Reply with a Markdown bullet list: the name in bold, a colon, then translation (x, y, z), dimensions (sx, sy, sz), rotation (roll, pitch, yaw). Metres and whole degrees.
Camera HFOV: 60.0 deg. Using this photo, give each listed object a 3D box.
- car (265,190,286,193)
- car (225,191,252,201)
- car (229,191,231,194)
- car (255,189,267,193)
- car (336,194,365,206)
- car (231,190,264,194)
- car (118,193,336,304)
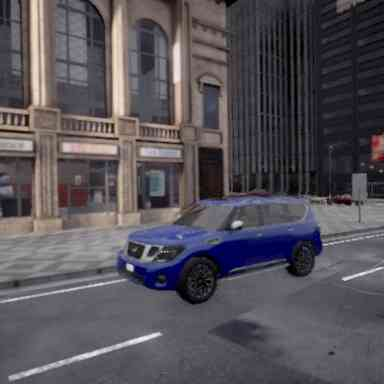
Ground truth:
- **car**: translation (15.969, 0.682, 59.760), dimensions (1.947, 1.339, 4.313), rotation (-1, 1, -36)
- **car**: translation (8.364, 0.689, 60.531), dimensions (2.128, 1.511, 4.902), rotation (-2, 1, -35)
- **car**: translation (5.763, 0.570, 59.323), dimensions (2.192, 1.841, 5.009), rotation (-1, 1, -36)
- **car**: translation (12.672, 0.380, 64.314), dimensions (2.192, 1.841, 5.009), rotation (-1, 1, -36)
- **car**: translation (18.949, 0.993, 41.095), dimensions (1.887, 1.381, 4.507), rotation (-1, 1, -36)
- **car**: translation (9.060, 0.850, 54.768), dimensions (1.887, 1.381, 4.507), rotation (-1, 1, -36)
- **car**: translation (0.986, 1.164, 8.382), dimensions (5.566, 2.045, 2.150), rotation (0, 0, -36)
